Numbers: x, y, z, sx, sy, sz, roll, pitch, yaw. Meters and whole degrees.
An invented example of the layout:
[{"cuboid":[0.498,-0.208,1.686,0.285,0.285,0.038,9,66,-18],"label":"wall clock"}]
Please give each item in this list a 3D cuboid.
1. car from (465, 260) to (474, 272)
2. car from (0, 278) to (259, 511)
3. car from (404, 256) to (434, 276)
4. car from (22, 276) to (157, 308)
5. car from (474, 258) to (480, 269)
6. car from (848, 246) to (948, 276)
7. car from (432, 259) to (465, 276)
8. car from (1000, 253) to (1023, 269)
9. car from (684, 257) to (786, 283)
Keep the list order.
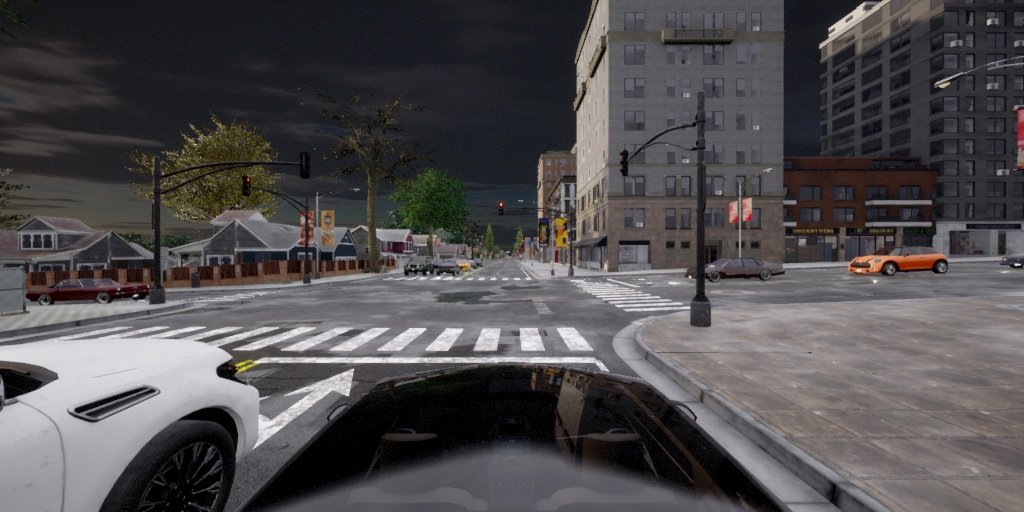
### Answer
[{"cuboid":[-6.637,1.262,47.679,1.882,1.535,5.008,0,0,0],"label":"car"},{"cuboid":[-3.146,0.972,0.545,2.150,2.045,5.566,0,0,0],"label":"car"},{"cuboid":[-9.875,0.991,38.581,2.150,2.045,5.566,0,0,0],"label":"car"},{"cuboid":[-21.638,1.807,18.524,4.718,1.301,1.895,-2,0,0],"label":"car"},{"cuboid":[-6.640,1.334,57.016,1.812,1.442,4.674,0,0,0],"label":"car"},{"cuboid":[23.427,0.218,21.911,4.553,1.767,2.097,-2,0,0],"label":"car"},{"cuboid":[-6.629,1.316,37.888,2.033,1.411,5.357,0,0,0],"label":"car"},{"cuboid":[33.585,0.036,21.943,5.357,1.411,2.033,-2,0,0],"label":"car"},{"cuboid":[13.507,0.793,21.879,5.357,1.411,2.033,-2,0,0],"label":"car"}]
